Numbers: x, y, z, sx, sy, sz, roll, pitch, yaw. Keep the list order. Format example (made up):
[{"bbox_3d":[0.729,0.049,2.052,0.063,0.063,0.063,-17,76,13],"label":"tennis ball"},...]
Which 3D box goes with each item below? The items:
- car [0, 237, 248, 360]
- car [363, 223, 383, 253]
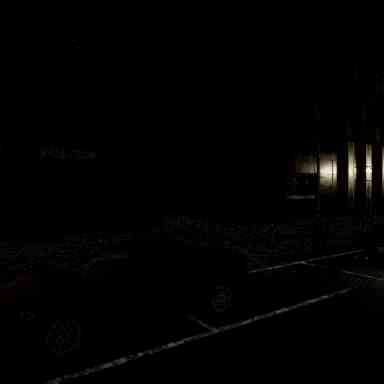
[{"bbox_3d":[-0.994,1.545,5.936,4.507,1.381,1.887,0,0,-35],"label":"car"},{"bbox_3d":[8.198,1.567,12.462,4.313,1.339,1.947,0,0,-35],"label":"car"}]
